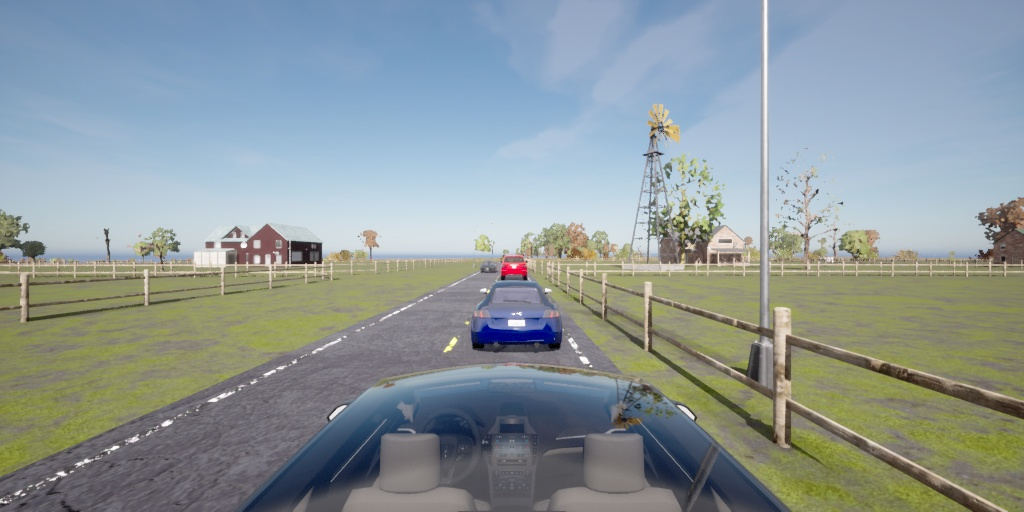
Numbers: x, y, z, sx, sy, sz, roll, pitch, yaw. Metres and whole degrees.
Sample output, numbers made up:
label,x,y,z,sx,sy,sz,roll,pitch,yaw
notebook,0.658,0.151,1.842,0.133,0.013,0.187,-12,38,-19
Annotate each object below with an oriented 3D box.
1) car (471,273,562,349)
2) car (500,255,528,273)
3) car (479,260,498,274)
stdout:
label,x,y,z,sx,sy,sz,roll,pitch,yaw
car,0.100,1.313,9.195,1.994,1.385,4.181,0,0,0
car,0.176,0.966,30.720,2.150,2.045,5.566,0,0,0
car,-2.706,1.247,41.857,1.837,1.490,4.892,0,-1,1
